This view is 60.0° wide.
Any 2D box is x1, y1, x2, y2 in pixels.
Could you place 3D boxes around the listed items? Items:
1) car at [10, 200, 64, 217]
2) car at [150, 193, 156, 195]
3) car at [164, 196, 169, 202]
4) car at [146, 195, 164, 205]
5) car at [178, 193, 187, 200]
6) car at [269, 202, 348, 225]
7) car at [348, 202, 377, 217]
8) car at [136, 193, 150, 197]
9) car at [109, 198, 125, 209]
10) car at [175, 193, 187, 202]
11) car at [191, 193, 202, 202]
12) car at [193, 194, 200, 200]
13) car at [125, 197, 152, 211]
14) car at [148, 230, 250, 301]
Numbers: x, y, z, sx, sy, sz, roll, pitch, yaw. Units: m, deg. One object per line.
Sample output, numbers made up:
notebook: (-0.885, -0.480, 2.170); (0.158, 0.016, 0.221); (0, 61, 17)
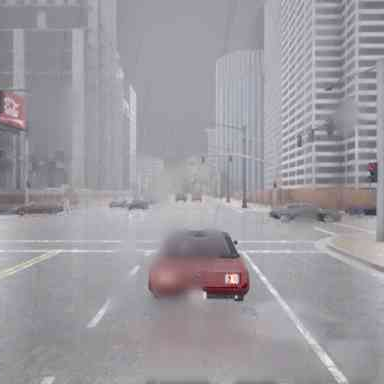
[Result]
car: (-14.656, 1.515, 31.709); (4.674, 1.442, 1.812); (0, 1, -33)
car: (-9.427, 1.186, 77.416); (2.150, 2.045, 5.566); (0, 0, 1)
car: (-6.010, 1.529, 71.467); (1.994, 1.385, 4.181); (0, 0, 1)
car: (-6.311, 1.582, 56.372); (1.895, 1.301, 4.718); (0, 0, 1)
car: (-2.333, 1.157, 84.039); (2.097, 1.767, 4.553); (0, 0, 1)
car: (7.958, 1.483, 23.633); (4.902, 1.511, 2.128); (0, 0, 8)
car: (16.534, 1.591, 30.405); (4.718, 1.301, 1.895); (0, 0, 1)
car: (-9.700, 1.330, 62.034); (2.097, 1.767, 4.553); (0, 0, 1)
car: (-9.977, 1.511, 45.408); (1.812, 1.442, 4.674); (0, 0, 1)
car: (-2.483, 1.192, 73.399); (2.150, 2.045, 5.566); (0, 0, 1)
car: (1.017, 1.192, 73.350); (2.150, 2.045, 5.566); (0, 0, 1)
car: (1.167, 1.326, 84.020); (1.812, 1.442, 4.674); (0, 0, 1)
car: (-6.540, 1.587, 40.982); (1.895, 1.301, 4.718); (0, 0, 1)
car: (0.212, 1.598, 8.278); (1.895, 1.301, 4.718); (0, 0, 2)
